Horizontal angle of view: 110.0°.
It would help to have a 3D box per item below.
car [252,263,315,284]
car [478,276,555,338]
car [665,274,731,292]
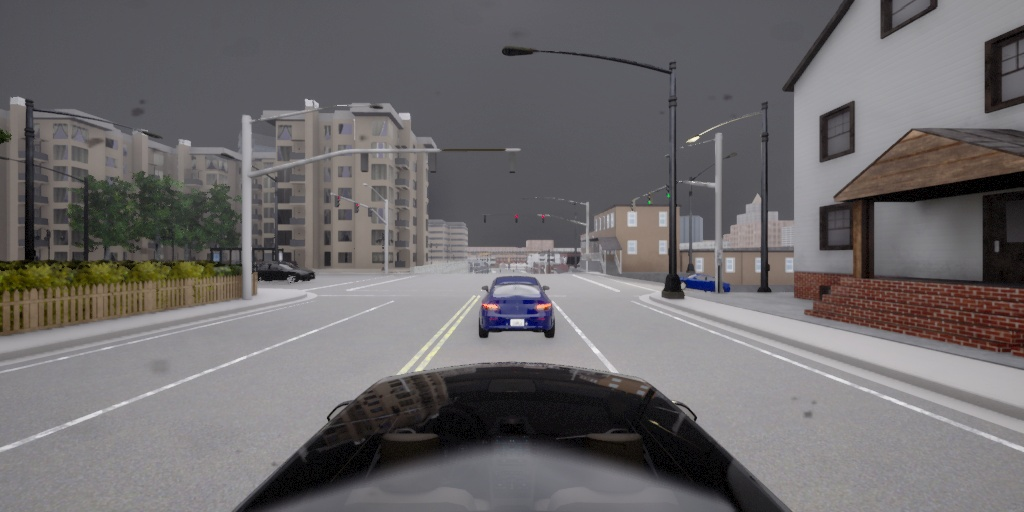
[{"bbox_3d":[-17.191,1.255,26.506,4.892,1.490,1.837,-1,0,1],"label":"car"},{"bbox_3d":[0.107,1.275,10.055,1.812,1.442,4.674,0,0,0],"label":"car"},{"bbox_3d":[15.369,2.207,29.744,5.008,1.535,1.882,9,0,1],"label":"car"}]
